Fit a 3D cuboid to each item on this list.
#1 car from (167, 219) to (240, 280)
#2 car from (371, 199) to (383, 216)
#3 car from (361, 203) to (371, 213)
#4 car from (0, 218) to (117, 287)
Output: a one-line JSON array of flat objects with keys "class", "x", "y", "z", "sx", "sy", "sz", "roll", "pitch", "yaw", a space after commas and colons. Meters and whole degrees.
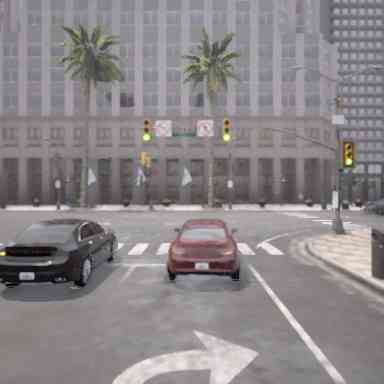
[{"class": "car", "x": 0.395, "y": 1.513, "z": 9.844, "sx": 1.812, "sy": 1.442, "sz": 4.674, "roll": 0, "pitch": 0, "yaw": 4}, {"class": "car", "x": 19.094, "y": 1.525, "z": 30.207, "sx": 4.181, "sy": 1.385, "sz": 1.994, "roll": 0, "pitch": 0, "yaw": 0}, {"class": "car", "x": 19.820, "y": 1.448, "z": 33.705, "sx": 4.902, "sy": 1.511, "sz": 2.128, "roll": 0, "pitch": 0, "yaw": 0}, {"class": "car", "x": -3.420, "y": 1.492, "z": 9.300, "sx": 1.837, "sy": 1.490, "sz": 4.892, "roll": 0, "pitch": 0, "yaw": 0}]
